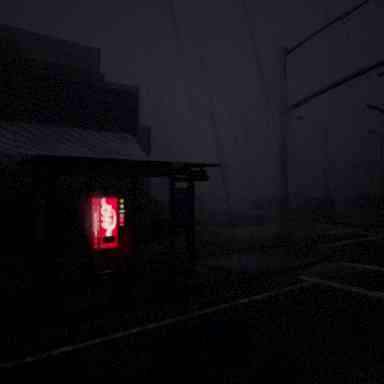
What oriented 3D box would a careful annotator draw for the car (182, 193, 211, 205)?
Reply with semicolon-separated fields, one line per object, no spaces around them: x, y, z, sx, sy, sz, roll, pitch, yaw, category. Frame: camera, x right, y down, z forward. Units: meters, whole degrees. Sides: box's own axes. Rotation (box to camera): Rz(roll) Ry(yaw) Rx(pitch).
0.763;1.062;54.995;4.605;1.855;1.932;0;0;-36;car

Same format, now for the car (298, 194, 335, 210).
14.253;1.192;37.452;3.806;1.475;1.970;0;0;-36;car

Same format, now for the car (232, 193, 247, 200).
13.064;1.112;82.839;5.027;1.636;2.152;0;0;-36;car

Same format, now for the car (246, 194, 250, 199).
13.733;1.155;68.741;3.633;1.501;1.845;0;0;-36;car

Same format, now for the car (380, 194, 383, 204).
33.073;1.143;55.033;3.806;1.475;1.970;0;0;-36;car

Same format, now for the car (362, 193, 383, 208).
22.116;1.209;38.584;4.514;1.523;2.007;0;0;-36;car

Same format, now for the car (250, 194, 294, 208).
10.249;1.115;42.478;5.027;1.636;2.152;0;0;-36;car

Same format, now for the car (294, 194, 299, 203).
19.522;1.134;60.596;4.514;1.523;2.007;0;0;-36;car

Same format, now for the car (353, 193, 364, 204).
26.203;0.938;50.059;4.605;1.855;1.932;0;0;-36;car

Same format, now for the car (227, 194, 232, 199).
11.193;1.122;85.358;4.514;1.523;2.007;0;0;-36;car

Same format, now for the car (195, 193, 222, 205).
2.791;1.039;52.874;3.866;1.878;1.905;0;0;-36;car
